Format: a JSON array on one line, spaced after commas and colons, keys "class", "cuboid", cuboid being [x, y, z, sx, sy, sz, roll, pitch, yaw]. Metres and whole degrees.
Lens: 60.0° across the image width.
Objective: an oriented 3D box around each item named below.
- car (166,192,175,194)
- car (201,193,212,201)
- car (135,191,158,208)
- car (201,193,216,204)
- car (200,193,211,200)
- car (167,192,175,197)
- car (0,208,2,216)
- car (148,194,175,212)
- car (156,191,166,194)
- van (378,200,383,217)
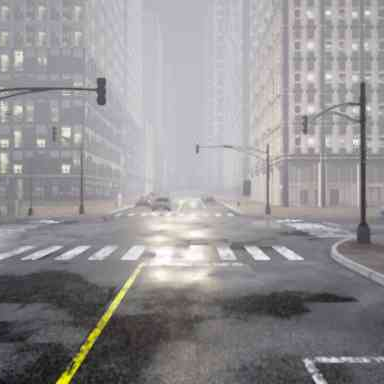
[{"class": "car", "cuboid": [-5.649, 0.794, 79.051, 1.887, 1.381, 4.507, 1, 1, 0]}, {"class": "car", "cuboid": [2.726, 0.930, 62.561, 1.752, 1.417, 4.829, 1, 1, 0]}, {"class": "car", "cuboid": [-5.660, 1.059, 40.026, 1.967, 1.590, 4.097, 1, 1, 0]}, {"class": "car", "cuboid": [2.721, 1.094, 51.236, 1.802, 1.307, 4.206, 1, 1, 0]}, {"class": "car", "cuboid": [2.727, 0.920, 67.968, 1.947, 1.339, 4.313, 1, 1, 0]}, {"class": "car", "cuboid": [-5.645, 0.688, 90.201, 1.887, 1.381, 4.507, 1, 1, 0]}, {"class": "car", "cuboid": [-16.482, 1.263, 24.611, 4.097, 1.590, 1.967, 0, -1, 0]}, {"class": "car", "cuboid": [-2.983, 1.247, 33.641, 1.812, 1.442, 4.674, 0, 2, 0]}, {"class": "car", "cuboid": [-5.654, 0.828, 51.174, 2.192, 1.841, 5.009, 1, 1, 0]}, {"class": "van", "cuboid": [15.992, 1.218, 24.527, 3.998, 1.788, 1.690, 0, -1, 0]}]
